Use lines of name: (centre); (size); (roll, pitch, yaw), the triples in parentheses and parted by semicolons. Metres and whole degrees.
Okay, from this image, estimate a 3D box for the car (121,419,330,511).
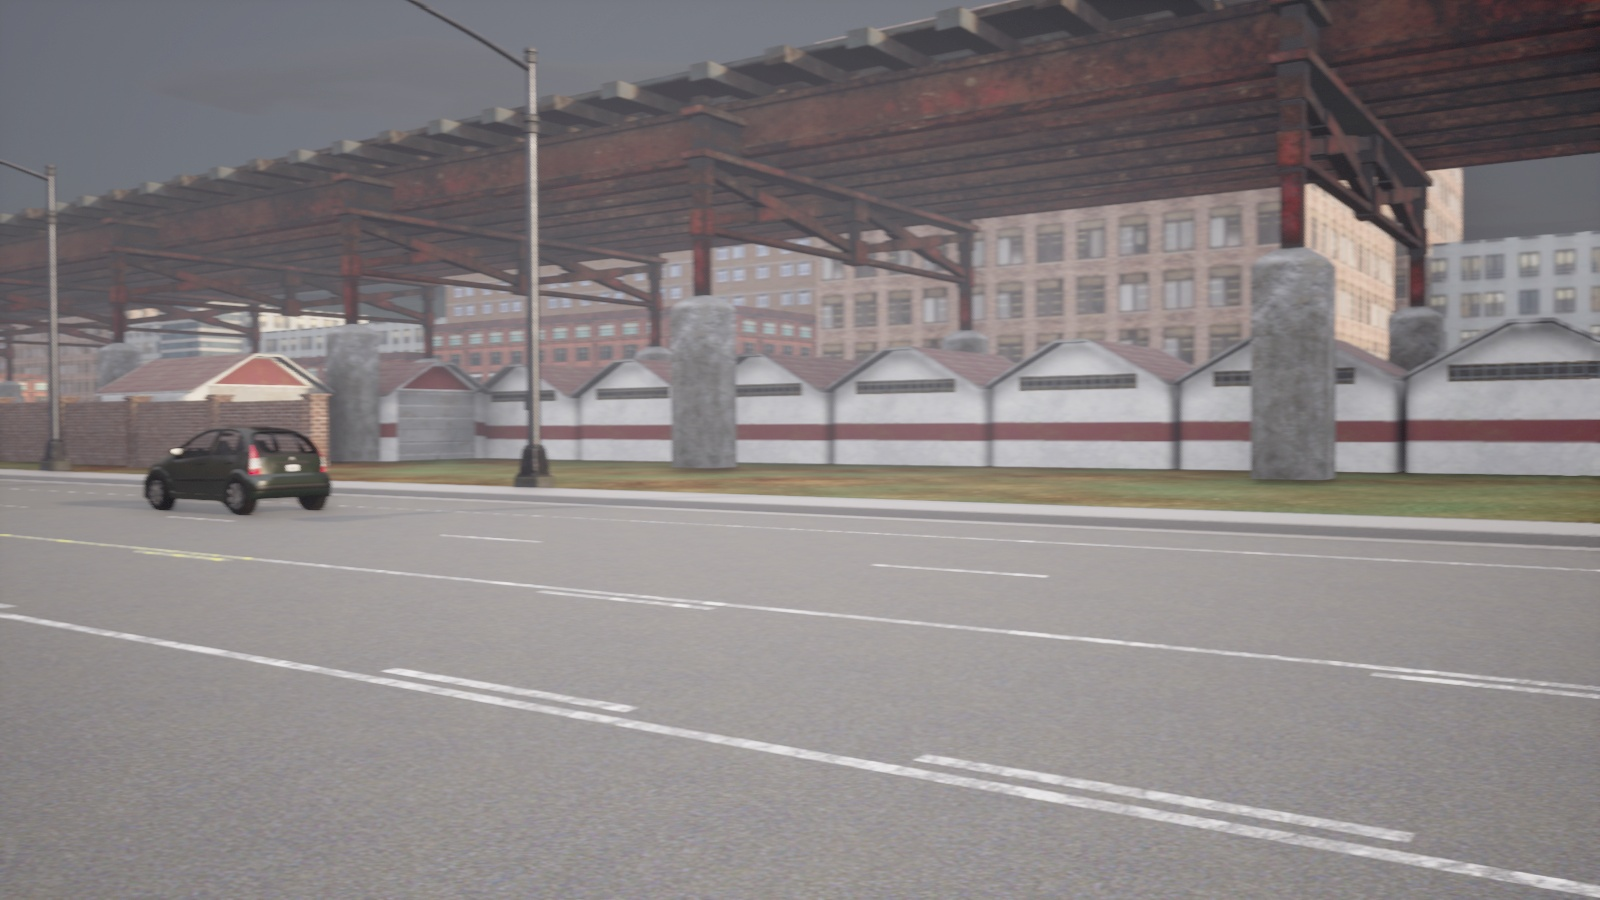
car: (-11.070, 0.229, 24.141); (3.988, 1.617, 1.851); (1, 1, 34)
